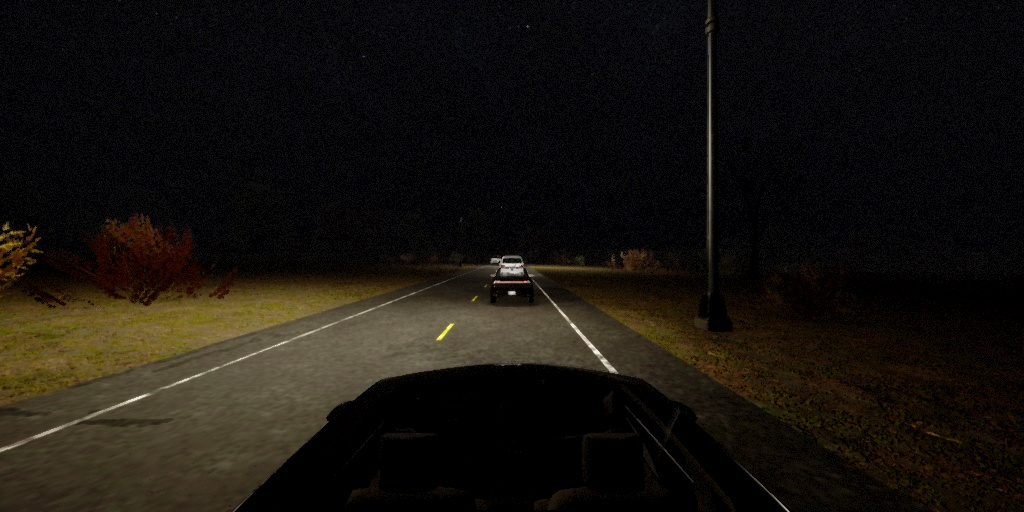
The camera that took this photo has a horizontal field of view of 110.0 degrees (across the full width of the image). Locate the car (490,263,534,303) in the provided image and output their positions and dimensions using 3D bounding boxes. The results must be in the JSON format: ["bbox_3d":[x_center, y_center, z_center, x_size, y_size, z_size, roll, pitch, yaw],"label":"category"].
[{"bbox_3d":[0.001,1.242,16.503,2.128,1.511,4.902,0,0,0],"label":"car"}]

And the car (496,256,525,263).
[{"bbox_3d":[0.001,1.003,31.535,2.150,2.045,5.566,0,0,0],"label":"car"}]
